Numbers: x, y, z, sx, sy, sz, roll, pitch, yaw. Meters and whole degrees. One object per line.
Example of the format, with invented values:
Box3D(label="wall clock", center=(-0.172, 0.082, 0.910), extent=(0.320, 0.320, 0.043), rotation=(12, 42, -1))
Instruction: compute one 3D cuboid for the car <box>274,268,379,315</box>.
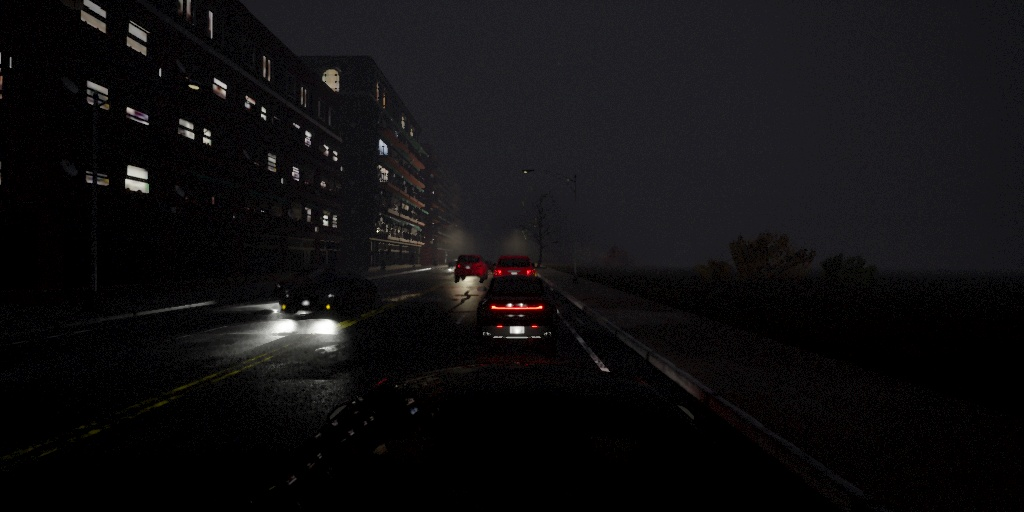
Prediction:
Box3D(label="car", center=(-6.594, 1.316, 13.453), extent=(1.994, 1.385, 4.181), rotation=(0, 0, 0))

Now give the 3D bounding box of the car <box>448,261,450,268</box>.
Box3D(label="car", center=(-9.795, 1.245, 61.812), extent=(2.128, 1.511, 4.902), rotation=(0, 0, 0))

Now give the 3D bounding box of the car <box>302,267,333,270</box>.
Box3D(label="car", center=(-9.843, 1.278, 18.140), extent=(1.812, 1.442, 4.674), rotation=(0, 0, 0))

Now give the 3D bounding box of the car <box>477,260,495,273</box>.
Box3D(label="car", center=(-3.133, 1.231, 44.569), extent=(1.882, 1.535, 5.008), rotation=(0, 0, 0))

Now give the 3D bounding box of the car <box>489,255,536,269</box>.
Box3D(label="car", center=(0.108, 0.975, 20.064), extent=(2.150, 2.045, 5.566), rotation=(0, 0, 0))

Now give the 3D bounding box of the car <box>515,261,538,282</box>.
Box3D(label="car", center=(1.150, 1.209, 30.472), extent=(1.801, 1.575, 5.366), rotation=(0, 0, 0))

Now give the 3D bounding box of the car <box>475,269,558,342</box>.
Box3D(label="car", center=(0.105, 1.256, 9.717), extent=(1.837, 1.490, 4.892), rotation=(0, 0, 0))

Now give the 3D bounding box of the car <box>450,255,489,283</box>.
Box3D(label="car", center=(-3.139, 0.965, 28.281), extent=(2.150, 2.045, 5.566), rotation=(0, -1, 0))
